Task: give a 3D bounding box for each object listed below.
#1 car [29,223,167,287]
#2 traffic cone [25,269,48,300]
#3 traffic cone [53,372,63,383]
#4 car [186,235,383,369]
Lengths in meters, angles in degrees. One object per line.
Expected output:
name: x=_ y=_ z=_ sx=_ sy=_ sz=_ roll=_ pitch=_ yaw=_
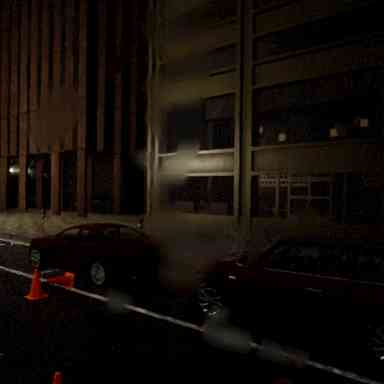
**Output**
car: x=-2.722 y=1.505 z=9.134 sx=4.507 sy=1.381 sz=1.887 roll=1 pitch=0 yaw=36
traffic cone: x=-3.267 y=1.910 z=7.001 sx=0.340 sy=0.580 sz=0.340 roll=1 pitch=0 yaw=37
traffic cone: x=-1.223 y=1.940 z=3.025 sx=0.340 sy=0.580 sz=0.340 roll=1 pitch=0 yaw=36
car: x=1.857 y=1.465 z=5.777 sx=4.097 sy=1.590 sz=1.967 roll=1 pitch=0 yaw=36
